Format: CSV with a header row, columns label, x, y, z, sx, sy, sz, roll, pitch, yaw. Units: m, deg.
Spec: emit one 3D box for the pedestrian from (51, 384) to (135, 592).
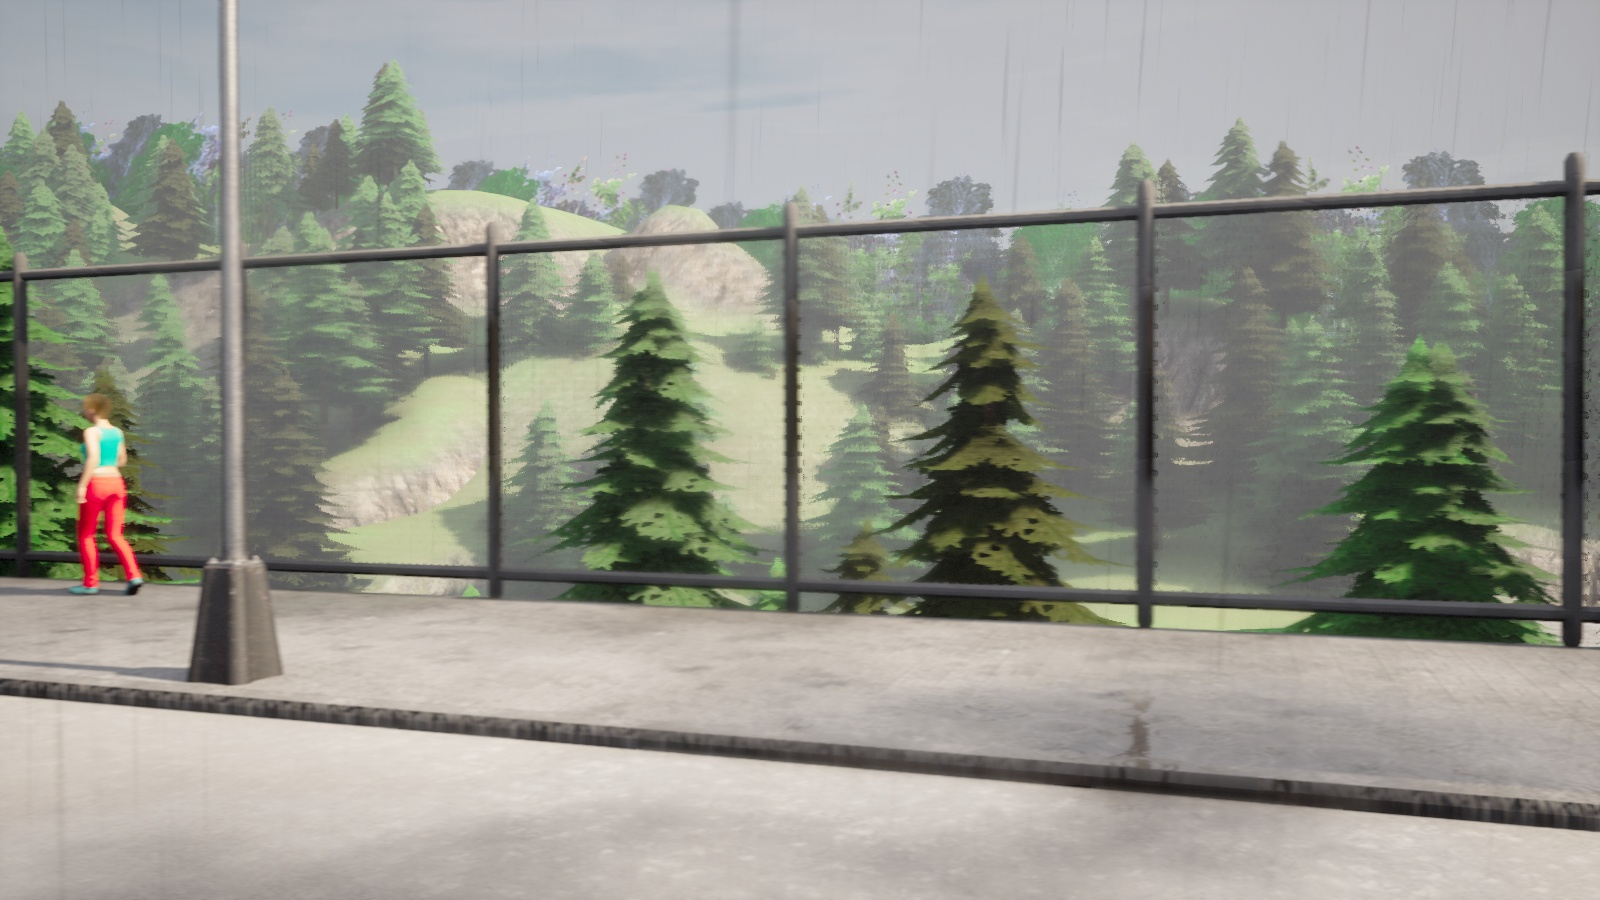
label,x,y,z,sx,sy,sz,roll,pitch,yaw
pedestrian,-6.394,0.330,11.357,0.594,1.836,0.345,1,1,19
